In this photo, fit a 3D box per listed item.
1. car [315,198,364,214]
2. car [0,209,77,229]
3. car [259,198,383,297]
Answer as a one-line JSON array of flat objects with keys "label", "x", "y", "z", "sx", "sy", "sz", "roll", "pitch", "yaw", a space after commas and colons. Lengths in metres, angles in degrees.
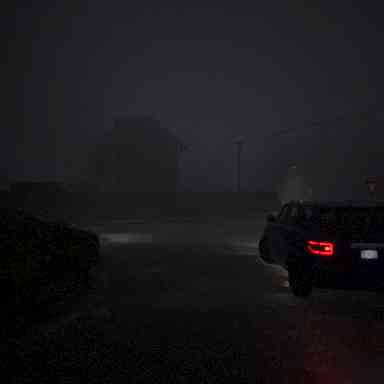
[{"label": "car", "x": 16.305, "y": 1.467, "z": 37.051, "sx": 1.882, "sy": 1.535, "sz": 5.008, "roll": 1, "pitch": 0, "yaw": -23}, {"label": "car", "x": -7.630, "y": 1.475, "z": 14.394, "sx": 5.008, "sy": 1.535, "sz": 1.882, "roll": 0, "pitch": 0, "yaw": -25}, {"label": "car", "x": 3.319, "y": 1.219, "z": 8.696, "sx": 2.150, "sy": 2.045, "sz": 5.566, "roll": 0, "pitch": 0, "yaw": 2}]
